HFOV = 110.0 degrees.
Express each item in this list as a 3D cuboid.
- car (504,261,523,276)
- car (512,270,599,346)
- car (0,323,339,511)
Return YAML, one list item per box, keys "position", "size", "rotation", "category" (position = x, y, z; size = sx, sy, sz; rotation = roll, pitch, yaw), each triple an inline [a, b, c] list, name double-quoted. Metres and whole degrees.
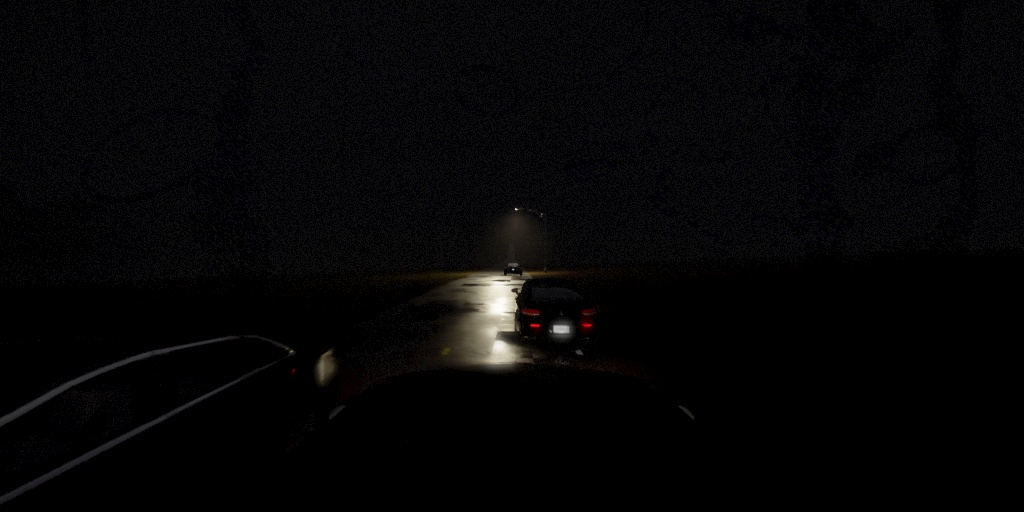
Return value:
- position: [0.134, 1.374, 38.920]
  size: [1.994, 1.385, 4.181]
  rotation: [0, 0, 1]
  category: "car"
- position: [0.976, 1.272, 9.312]
  size: [1.812, 1.442, 4.674]
  rotation: [0, 0, 0]
  category: "car"
- position: [-2.748, 1.241, 1.843]
  size: [2.128, 1.511, 4.902]
  rotation: [0, 0, 0]
  category: "car"
